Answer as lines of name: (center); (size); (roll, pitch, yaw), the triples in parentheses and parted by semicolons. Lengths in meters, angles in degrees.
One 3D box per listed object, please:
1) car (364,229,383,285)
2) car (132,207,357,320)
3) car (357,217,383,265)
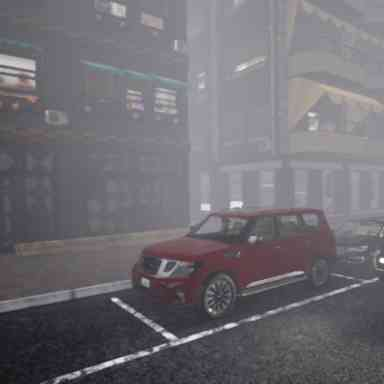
car: (6.288, 1.557, 7.858); (4.718, 1.301, 1.895); (0, 0, -35)
car: (1.218, 1.291, 7.429); (5.009, 1.841, 2.192); (0, -1, -35)
car: (5.773, 1.502, 10.693); (4.403, 1.369, 2.008); (0, -1, -35)
